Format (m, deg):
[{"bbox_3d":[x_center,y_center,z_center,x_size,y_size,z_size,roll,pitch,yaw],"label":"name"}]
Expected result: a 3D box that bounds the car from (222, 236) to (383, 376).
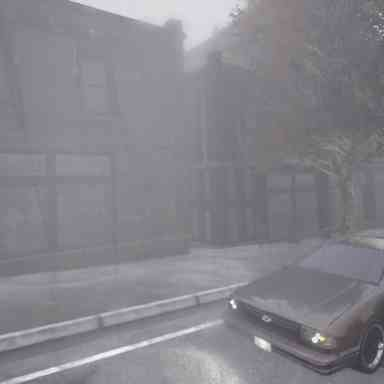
[{"bbox_3d":[3.074,1.536,5.760,5.357,1.411,2.033,0,0,-35],"label":"car"}]
